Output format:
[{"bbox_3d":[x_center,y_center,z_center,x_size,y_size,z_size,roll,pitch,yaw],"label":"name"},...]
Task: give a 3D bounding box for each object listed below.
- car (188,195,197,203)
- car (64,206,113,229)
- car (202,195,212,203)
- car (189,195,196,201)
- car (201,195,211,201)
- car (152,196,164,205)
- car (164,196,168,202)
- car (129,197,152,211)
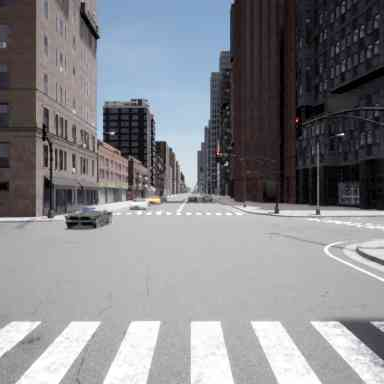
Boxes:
[{"bbox_3d":[0.107,1.484,70.989,1.882,1.535,5.008,0,0,0],"label":"car"},{"bbox_3d":[-6.559,1.590,21.607,1.895,1.301,4.718,0,0,0],"label":"car"},{"bbox_3d":[3.357,1.531,70.984,2.128,1.511,4.902,0,0,0],"label":"car"},{"bbox_3d":[0.122,1.451,81.408,1.882,1.535,5.008,0,0,0],"label":"car"},{"bbox_3d":[3.372,1.498,81.404,2.128,1.511,4.902,0,0,0],"label":"car"},{"bbox_3d":[-6.494,1.487,57.369,1.882,1.535,5.008,0,0,0],"label":"car"},{"bbox_3d":[-6.391,1.521,72.422,1.994,1.385,4.181,0,0,0],"label":"car"},{"bbox_3d":[-6.533,1.533,41.272,1.812,1.442,4.674,0,0,0],"label":"car"}]
